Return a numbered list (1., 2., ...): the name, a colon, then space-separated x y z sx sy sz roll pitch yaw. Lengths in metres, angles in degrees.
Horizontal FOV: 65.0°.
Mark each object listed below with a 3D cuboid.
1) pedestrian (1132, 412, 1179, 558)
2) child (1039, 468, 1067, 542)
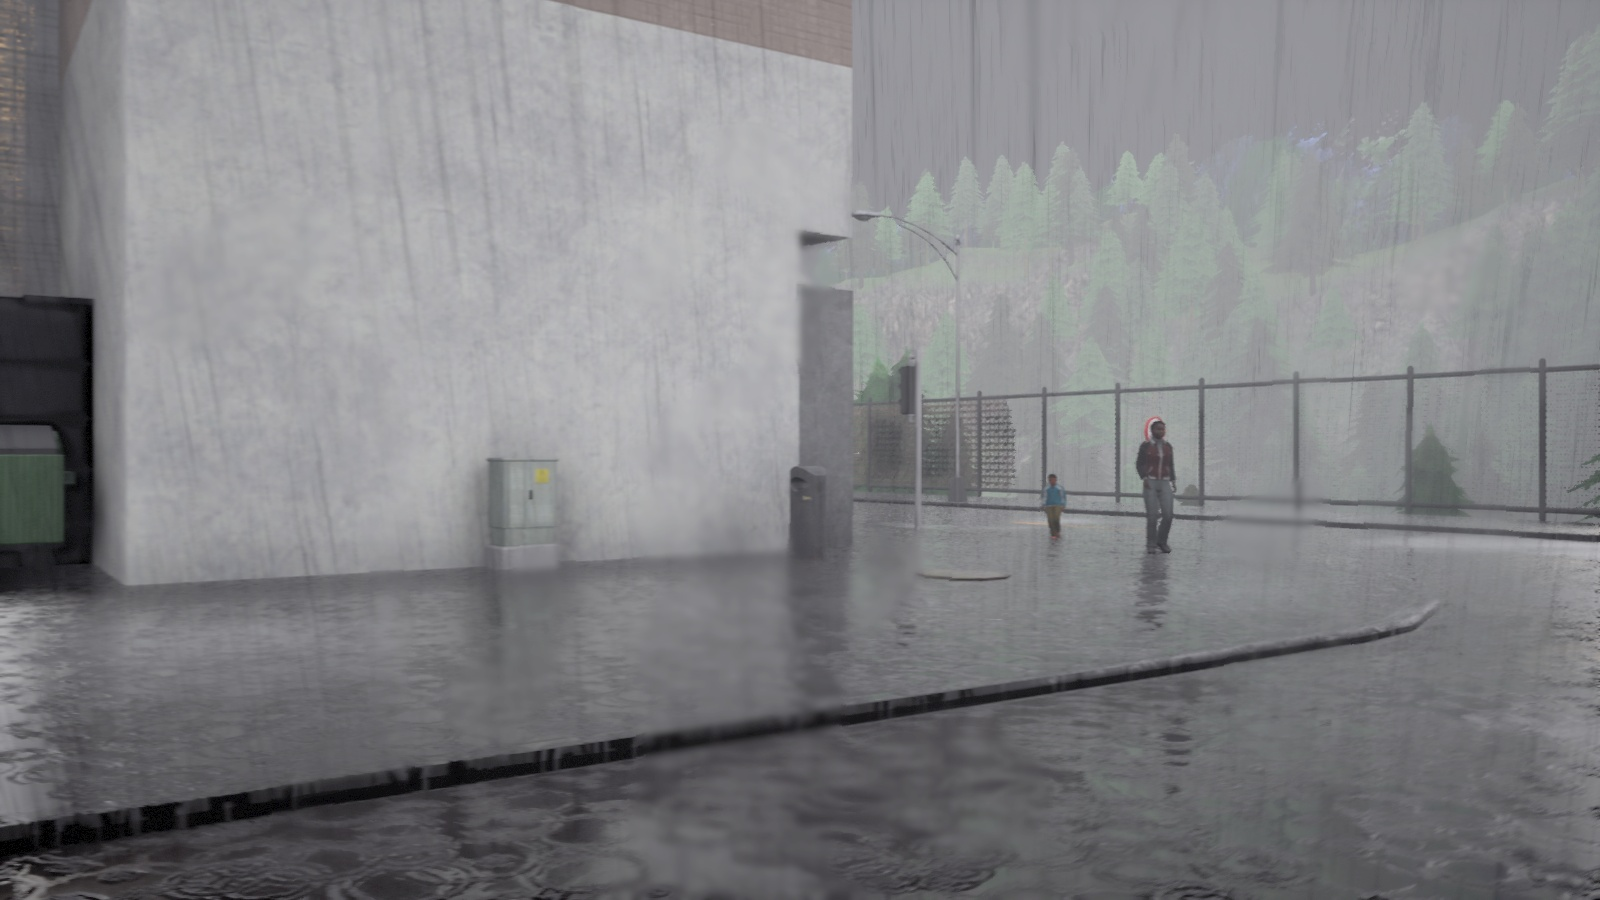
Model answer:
1. pedestrian: 4.789 0.457 16.932 0.402 1.930 0.666 0 0 -3
2. child: 4.171 0.893 20.690 0.343 1.192 0.448 0 0 27
